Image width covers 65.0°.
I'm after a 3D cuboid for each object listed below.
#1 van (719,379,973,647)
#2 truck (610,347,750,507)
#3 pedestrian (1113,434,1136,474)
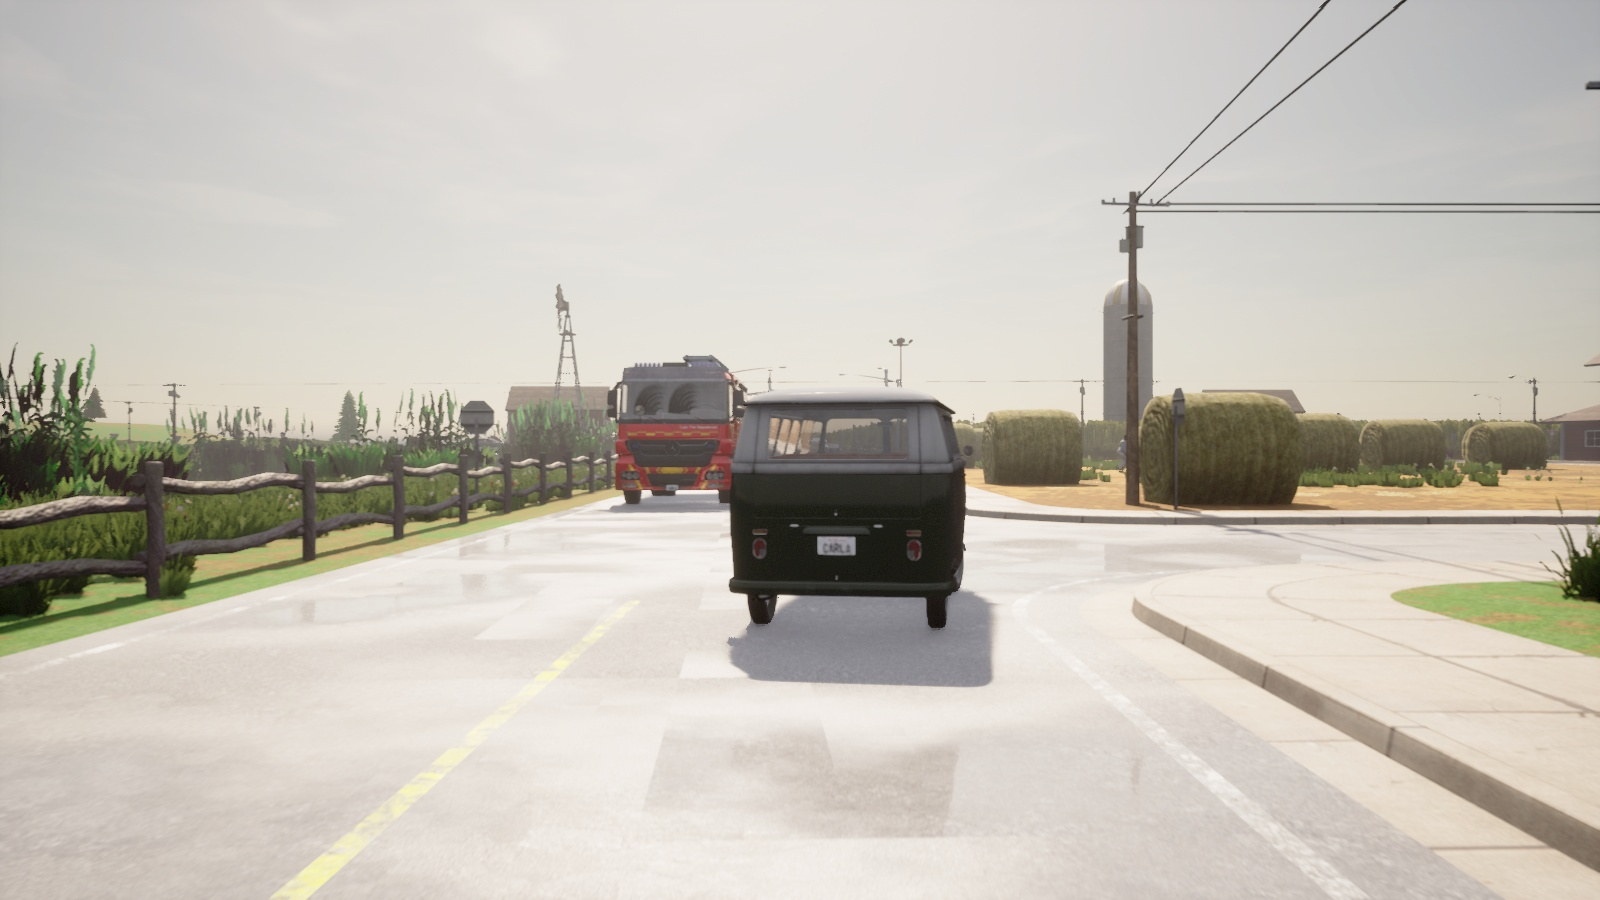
[{"bbox_3d":[0.632,0.455,11.627,1.775,1.987,4.442,0,0,10],"label":"van"},{"bbox_3d":[-3.043,-0.561,34.269,2.891,3.827,8.468,0,0,1],"label":"truck"},{"bbox_3d":[15.249,0.171,58.985,0.900,1.855,0.874,0,0,5],"label":"pedestrian"}]
